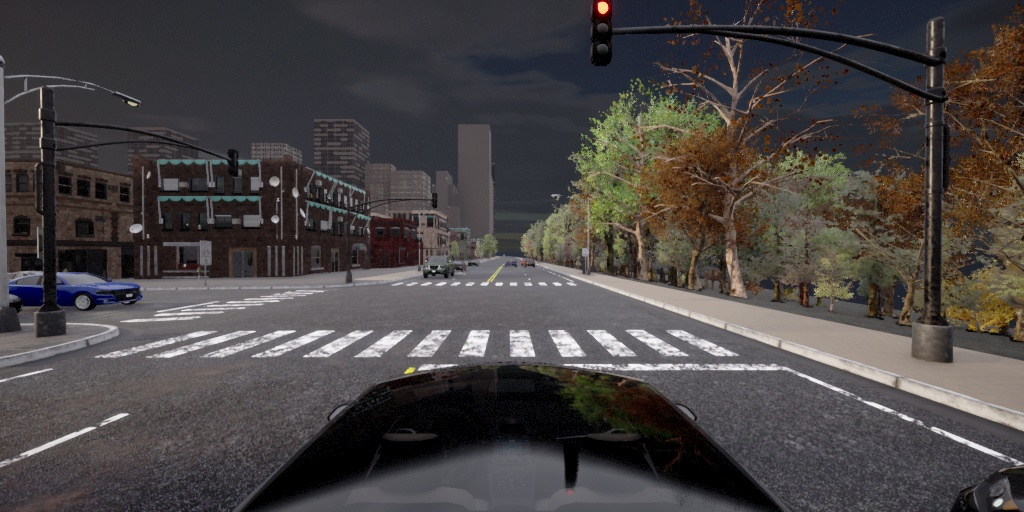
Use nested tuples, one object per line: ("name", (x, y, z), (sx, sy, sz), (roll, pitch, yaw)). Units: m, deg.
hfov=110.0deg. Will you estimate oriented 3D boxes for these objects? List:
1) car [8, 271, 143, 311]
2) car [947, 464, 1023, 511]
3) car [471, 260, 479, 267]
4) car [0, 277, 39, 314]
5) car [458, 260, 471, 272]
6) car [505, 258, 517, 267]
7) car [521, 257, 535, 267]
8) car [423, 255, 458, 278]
("car", (-18.753, 1.435, 15.196), (5.008, 1.535, 1.882), (-1, 1, -1))
("car", (3.364, 1.314, 0.164), (1.994, 1.385, 4.181), (0, 0, -1))
("car", (-6.849, 1.327, 63.100), (1.895, 1.301, 4.718), (0, 0, 0))
("car", (-20.000, 1.565, 12.480), (4.313, 1.339, 1.948), (0, 0, 0))
("car", (-6.817, 1.282, 45.120), (2.033, 1.411, 5.357), (0, 0, 0))
("car", (-0.214, 1.078, 63.986), (2.097, 1.767, 4.553), (0, 0, 0))
("car", (3.041, 1.231, 63.203), (1.837, 1.490, 4.892), (0, 0, 0))
("car", (-6.759, 0.961, 33.663), (2.150, 2.045, 5.566), (0, 0, 0))
